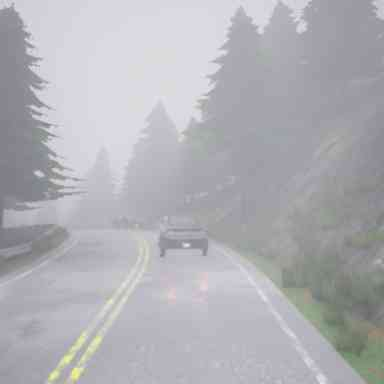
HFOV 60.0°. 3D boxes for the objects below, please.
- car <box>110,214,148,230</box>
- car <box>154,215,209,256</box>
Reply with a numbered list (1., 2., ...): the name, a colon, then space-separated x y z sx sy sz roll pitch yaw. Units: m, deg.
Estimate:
1. car: -5.510 2.566 28.400 1.895 1.301 4.718 3 -6 -30
2. car: -0.525 1.697 14.045 2.128 1.511 4.902 1 -1 -8
